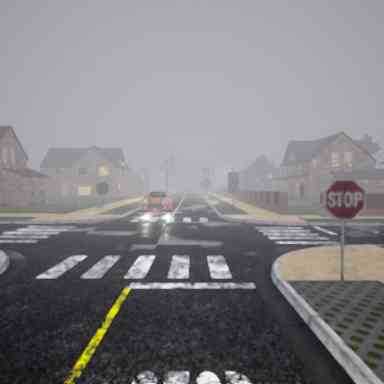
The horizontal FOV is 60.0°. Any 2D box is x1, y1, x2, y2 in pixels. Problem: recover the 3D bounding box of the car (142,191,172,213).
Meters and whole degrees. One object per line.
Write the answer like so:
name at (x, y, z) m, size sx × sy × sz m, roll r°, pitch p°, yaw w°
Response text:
car at (-2.735, 0.692, 26.905) m, size 2.097 × 1.767 × 4.553 m, roll 0°, pitch 1°, yaw 0°
